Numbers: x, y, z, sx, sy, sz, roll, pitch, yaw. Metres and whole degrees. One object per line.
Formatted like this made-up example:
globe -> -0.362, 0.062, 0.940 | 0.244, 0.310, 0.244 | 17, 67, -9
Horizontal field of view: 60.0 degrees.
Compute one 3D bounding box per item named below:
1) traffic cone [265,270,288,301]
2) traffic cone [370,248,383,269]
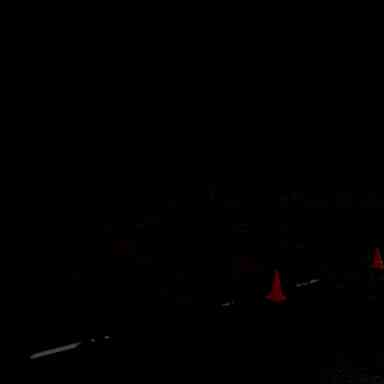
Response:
traffic cone -> 1.806, 1.976, 7.107 | 0.340, 0.580, 0.340 | 0, 0, -37
traffic cone -> 5.673, 2.005, 10.158 | 0.340, 0.580, 0.340 | 0, 0, -39
